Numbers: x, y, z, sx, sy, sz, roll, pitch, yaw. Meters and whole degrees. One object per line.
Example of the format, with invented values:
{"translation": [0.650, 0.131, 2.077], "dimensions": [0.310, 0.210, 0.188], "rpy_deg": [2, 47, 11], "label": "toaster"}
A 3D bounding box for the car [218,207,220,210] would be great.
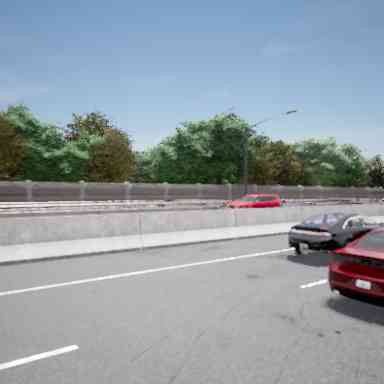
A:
{"translation": [4.775, 1.508, 32.880], "dimensions": [4.892, 1.490, 1.837], "rpy_deg": [0, 0, -34], "label": "car"}

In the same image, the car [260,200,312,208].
{"translation": [8.302, 1.555, 26.823], "dimensions": [5.357, 1.411, 2.033], "rpy_deg": [0, 0, -34], "label": "car"}

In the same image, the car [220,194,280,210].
{"translation": [5.473, 1.224, 29.123], "dimensions": [5.566, 2.045, 2.150], "rpy_deg": [0, 0, -34], "label": "car"}

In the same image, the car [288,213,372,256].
{"translation": [5.520, 1.492, 11.890], "dimensions": [4.902, 1.511, 2.128], "rpy_deg": [0, 0, -35], "label": "car"}

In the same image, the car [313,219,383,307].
{"translation": [5.046, 1.478, 7.289], "dimensions": [5.008, 1.535, 1.882], "rpy_deg": [0, 0, -35], "label": "car"}
